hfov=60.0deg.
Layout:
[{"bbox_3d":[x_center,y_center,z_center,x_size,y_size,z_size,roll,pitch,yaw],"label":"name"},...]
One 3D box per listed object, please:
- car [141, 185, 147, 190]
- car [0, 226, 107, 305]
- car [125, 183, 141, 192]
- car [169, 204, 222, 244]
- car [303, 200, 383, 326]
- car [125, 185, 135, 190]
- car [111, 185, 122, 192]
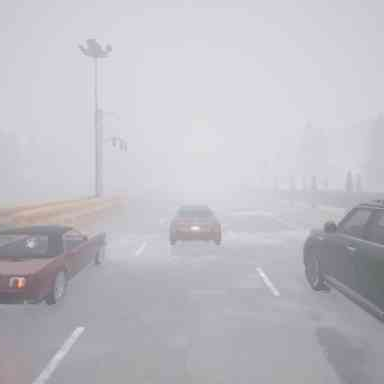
[{"bbox_3d":[-13.569,-1.254,91.145,1.994,1.385,4.181,0,2,0],"label":"car"},{"bbox_3d":[-3.396,1.426,7.642,1.895,1.301,4.718,0,2,0],"label":"car"},{"bbox_3d":[-13.652,-1.081,75.388,2.150,2.045,5.566,0,2,0],"label":"car"},{"bbox_3d":[0.126,1.195,13.786,1.994,1.385,4.181,0,2,0],"label":"car"},{"bbox_3d":[3.601,1.119,5.243,2.150,2.045,5.566,0,2,0],"label":"car"},{"bbox_3d":[-17.068,-1.215,91.239,1.895,1.301,4.718,0,2,0],"label":"car"},{"bbox_3d":[-17.151,-0.815,75.688,1.837,1.490,4.892,0,2,0],"label":"car"}]
